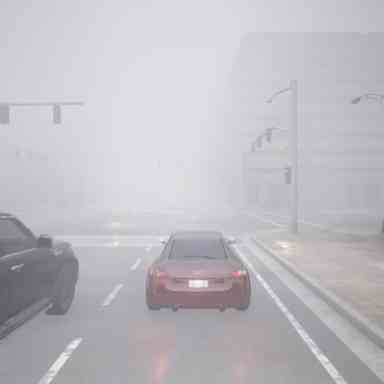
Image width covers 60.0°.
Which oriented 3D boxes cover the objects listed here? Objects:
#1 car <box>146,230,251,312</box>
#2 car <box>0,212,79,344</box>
[{"bbox_3d":[0.117,1.564,7.784,1.994,1.385,4.181,0,0,0],"label":"car"},{"bbox_3d":[-3.395,1.217,4.398,2.150,2.045,5.566,0,-1,1],"label":"car"}]
